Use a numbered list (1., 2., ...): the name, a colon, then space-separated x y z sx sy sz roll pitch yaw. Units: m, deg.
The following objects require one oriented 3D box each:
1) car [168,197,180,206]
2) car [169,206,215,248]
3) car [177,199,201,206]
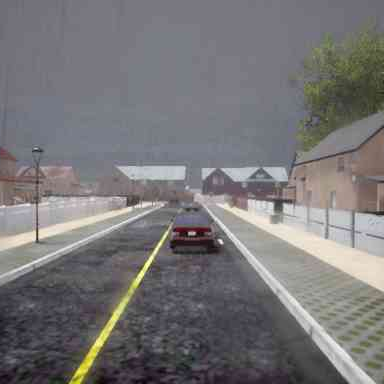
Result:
1. car: -2.750 1.555 53.649 1.837 1.490 4.892 0 0 0
2. car: 0.000 1.562 14.649 2.033 1.411 5.357 0 0 0
3. car: 0.000 1.561 29.649 2.033 1.411 5.357 0 0 0
